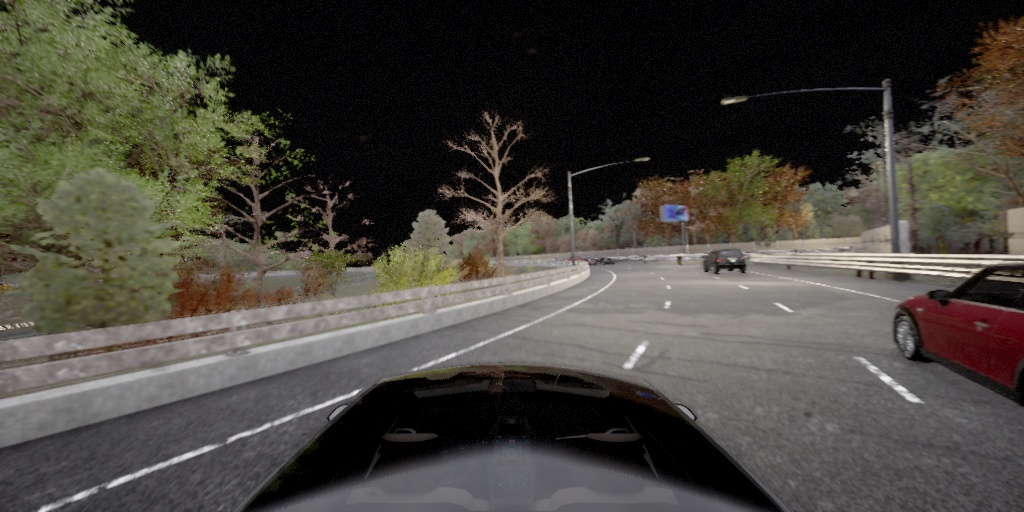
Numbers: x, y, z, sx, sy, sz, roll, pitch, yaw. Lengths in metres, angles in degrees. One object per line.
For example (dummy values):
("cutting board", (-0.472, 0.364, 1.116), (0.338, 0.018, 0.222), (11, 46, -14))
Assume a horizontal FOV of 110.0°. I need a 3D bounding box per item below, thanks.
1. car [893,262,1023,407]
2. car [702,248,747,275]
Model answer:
("car", (6.686, 0.817, 4.216), (2.097, 1.767, 4.553), (-3, -1, 30))
("car", (17.467, 0.439, 29.730), (2.150, 2.045, 5.566), (-3, -1, 16))
